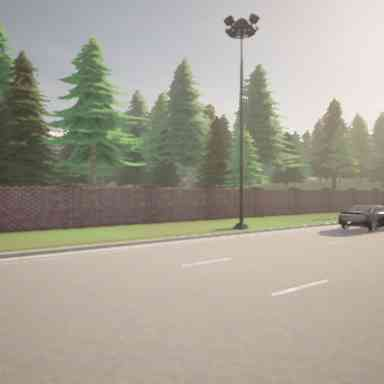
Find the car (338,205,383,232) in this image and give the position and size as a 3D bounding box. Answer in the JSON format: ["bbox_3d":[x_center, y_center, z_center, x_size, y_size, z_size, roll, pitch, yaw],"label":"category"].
[{"bbox_3d":[10.772,1.505,20.028,4.902,1.511,2.128,0,0,-35],"label":"car"}]
